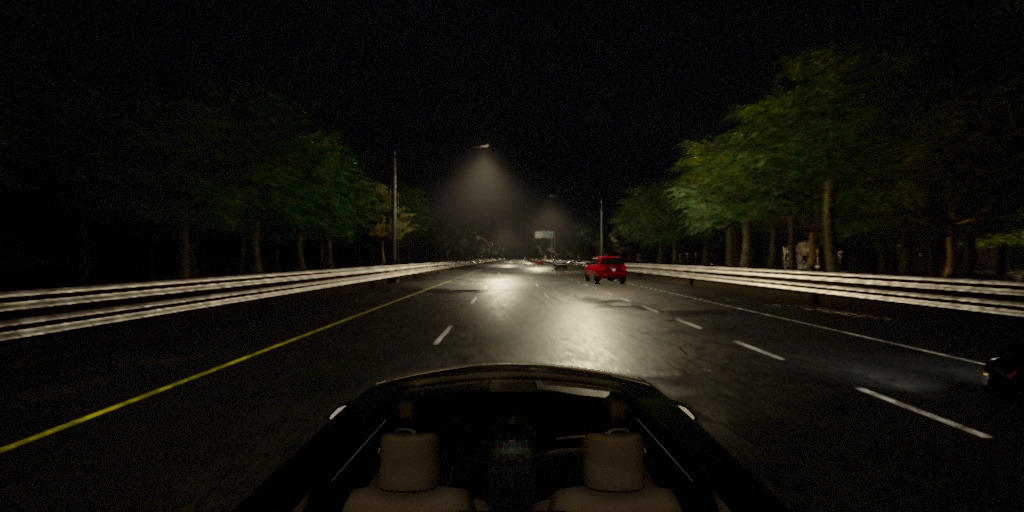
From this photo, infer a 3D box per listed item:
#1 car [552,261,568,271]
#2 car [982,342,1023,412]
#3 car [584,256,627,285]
[{"bbox_3d":[7.152,1.438,53.481,2.128,1.511,4.902,0,0,0],"label":"car"},{"bbox_3d":[7.000,1.259,2.535,1.837,1.490,4.892,0,0,0],"label":"car"},{"bbox_3d":[7.038,1.053,27.451,2.150,2.045,5.566,0,0,0],"label":"car"}]
